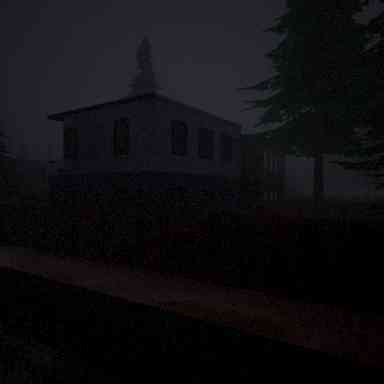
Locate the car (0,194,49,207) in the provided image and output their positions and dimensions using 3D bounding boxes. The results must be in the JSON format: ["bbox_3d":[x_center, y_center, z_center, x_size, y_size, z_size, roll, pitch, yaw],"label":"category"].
[{"bbox_3d":[-14.753,1.202,29.594,2.150,2.045,5.566,0,0,27],"label":"car"}]
